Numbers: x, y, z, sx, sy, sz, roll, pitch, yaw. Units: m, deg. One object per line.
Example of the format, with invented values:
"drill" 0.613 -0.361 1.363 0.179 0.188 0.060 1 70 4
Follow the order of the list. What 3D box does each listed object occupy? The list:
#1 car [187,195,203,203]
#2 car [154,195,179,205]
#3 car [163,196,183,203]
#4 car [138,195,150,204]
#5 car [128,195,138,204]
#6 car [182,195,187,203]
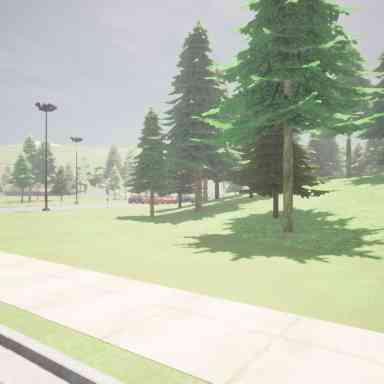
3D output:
"car" 1.508 1.564 67.708 1.994 1.385 4.181 0 0 36
"car" -4.528 1.352 59.385 2.097 1.767 4.553 0 0 37
"car" -4.092 1.554 71.889 1.994 1.385 4.181 0 0 36
"car" -7.229 1.352 61.621 2.097 1.767 4.553 0 0 37
"car" -9.990 1.352 63.696 2.097 1.767 4.553 0 0 37
"car" -1.579 1.352 69.418 2.097 1.767 4.553 0 0 36
